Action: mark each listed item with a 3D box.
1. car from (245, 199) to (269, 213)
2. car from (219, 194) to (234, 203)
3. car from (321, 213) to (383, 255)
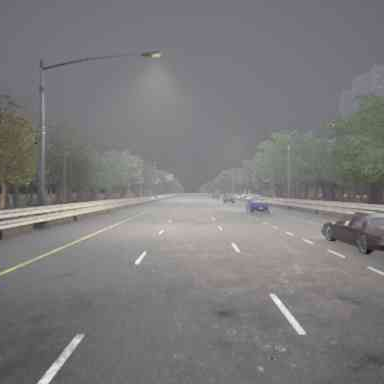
[{"bbox_3d":[7.072,1.499,36.486,1.882,1.535,5.008,0,0,0],"label":"car"},{"bbox_3d":[7.192,1.357,66.901,2.097,1.767,4.553,0,0,0],"label":"car"},{"bbox_3d":[7.010,1.549,13.269,2.033,1.411,5.357,0,0,0],"label":"car"}]
